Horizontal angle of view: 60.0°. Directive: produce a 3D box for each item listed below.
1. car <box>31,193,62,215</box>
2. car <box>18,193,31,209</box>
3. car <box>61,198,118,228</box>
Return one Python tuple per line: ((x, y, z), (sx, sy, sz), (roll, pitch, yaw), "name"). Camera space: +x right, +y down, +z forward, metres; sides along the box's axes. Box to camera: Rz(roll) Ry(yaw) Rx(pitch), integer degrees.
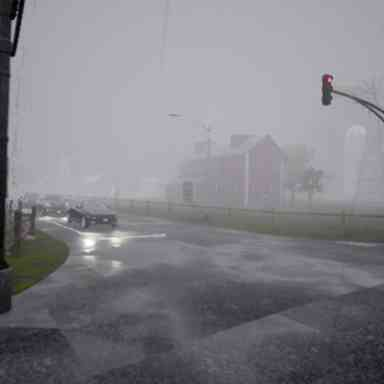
((-11.859, 0.995, 28.305), (2.097, 1.767, 4.553), (2, 0, -35), "car")
((-17.610, 0.866, 36.429), (2.097, 1.767, 4.553), (2, 0, -35), "car")
((-6.180, 1.250, 20.288), (1.882, 1.535, 5.008), (2, 0, -35), "car")
